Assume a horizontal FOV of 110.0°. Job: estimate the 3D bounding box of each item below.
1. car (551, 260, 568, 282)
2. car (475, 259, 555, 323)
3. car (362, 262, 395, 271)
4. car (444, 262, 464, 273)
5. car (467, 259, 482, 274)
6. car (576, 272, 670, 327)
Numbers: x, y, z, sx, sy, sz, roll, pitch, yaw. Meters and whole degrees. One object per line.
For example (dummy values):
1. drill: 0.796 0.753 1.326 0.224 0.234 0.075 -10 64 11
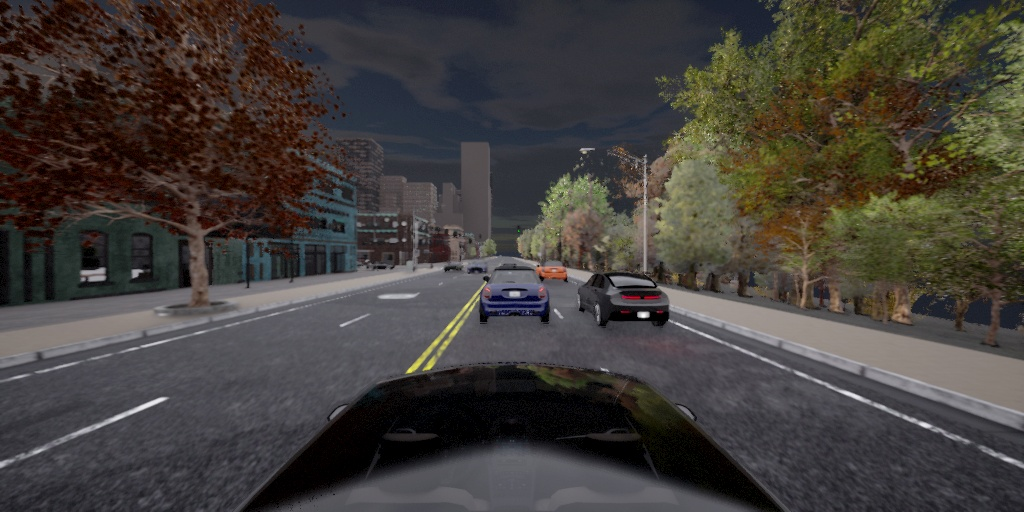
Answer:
1. car: 3.074 1.099 28.576 2.097 1.767 4.553 0 0 -1
2. car: 0.056 1.100 12.313 2.097 1.767 4.553 0 0 -1
3. car: -20.686 1.566 56.628 4.313 1.339 1.948 0 0 -1
4. car: -7.071 1.348 43.777 1.895 1.301 4.718 0 0 0
5. car: -3.783 1.098 40.038 2.097 1.767 4.553 0 0 -1
6. car: 3.316 1.252 11.519 1.837 1.490 4.892 0 0 0
